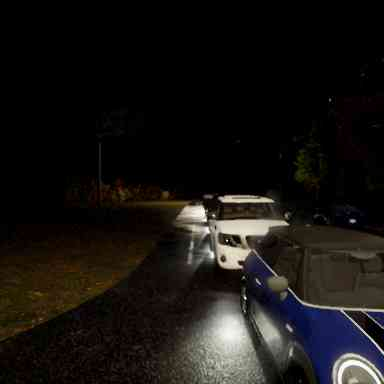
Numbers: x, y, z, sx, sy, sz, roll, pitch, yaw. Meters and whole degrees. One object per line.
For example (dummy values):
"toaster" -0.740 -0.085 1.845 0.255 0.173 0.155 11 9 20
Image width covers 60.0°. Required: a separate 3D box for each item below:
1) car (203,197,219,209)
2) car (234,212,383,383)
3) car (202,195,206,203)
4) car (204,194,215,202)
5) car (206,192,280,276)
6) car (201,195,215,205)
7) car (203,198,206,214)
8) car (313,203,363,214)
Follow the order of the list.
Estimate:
"car" 2.300 1.379 41.544 1.895 1.301 4.718 0 0 1
"car" 1.937 1.337 4.168 2.097 1.767 4.553 0 0 0
"car" 2.055 1.318 29.354 1.882 1.535 5.008 0 1 1
"car" 3.685 1.197 68.136 1.994 1.385 4.181 0 0 6
"car" 1.699 1.159 10.514 2.150 2.045 5.566 0 0 1
"car" 2.655 1.201 54.548 2.128 1.511 4.902 0 0 2
"car" 1.934 1.377 23.102 1.837 1.490 4.892 0 0 1
"car" 8.881 1.415 20.576 1.812 1.442 4.674 0 0 1
